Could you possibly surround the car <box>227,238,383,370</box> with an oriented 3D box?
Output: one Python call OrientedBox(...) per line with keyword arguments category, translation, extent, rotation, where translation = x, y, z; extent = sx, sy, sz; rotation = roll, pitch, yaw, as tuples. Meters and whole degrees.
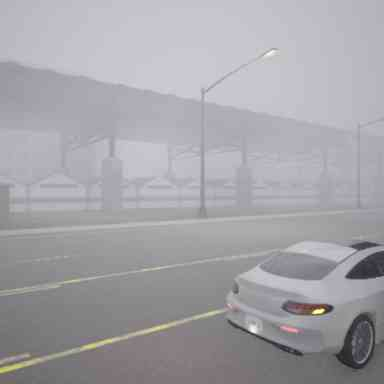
OrientedBox(category="car", translation=(2.679, 1.528, 5.677), extent=(4.674, 1.442, 1.812), rotation=(0, 0, -36))
